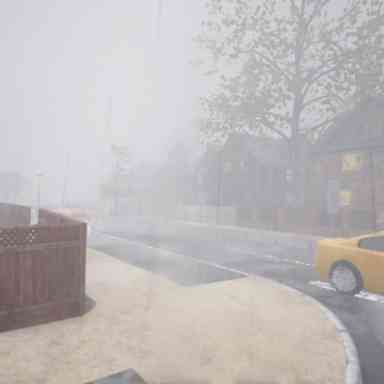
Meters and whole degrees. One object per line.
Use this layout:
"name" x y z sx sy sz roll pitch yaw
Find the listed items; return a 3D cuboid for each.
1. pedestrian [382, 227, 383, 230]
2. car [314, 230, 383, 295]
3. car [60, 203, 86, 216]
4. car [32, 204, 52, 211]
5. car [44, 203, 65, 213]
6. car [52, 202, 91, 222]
"pedestrian" 7.681 1.410 13.183 0.375 1.860 0.375 1 -1 -34
"car" 4.969 1.548 6.751 1.882 1.535 5.008 2 -1 -34
"car" -14.464 2.107 40.292 1.812 1.442 4.674 2 -2 -34
"car" -19.479 1.812 42.678 1.895 1.301 4.718 2 -2 -34
"car" -20.078 2.310 48.402 1.895 1.301 4.718 2 -2 -34
"car" -10.548 1.715 29.456 2.097 1.767 4.553 2 -2 -34
